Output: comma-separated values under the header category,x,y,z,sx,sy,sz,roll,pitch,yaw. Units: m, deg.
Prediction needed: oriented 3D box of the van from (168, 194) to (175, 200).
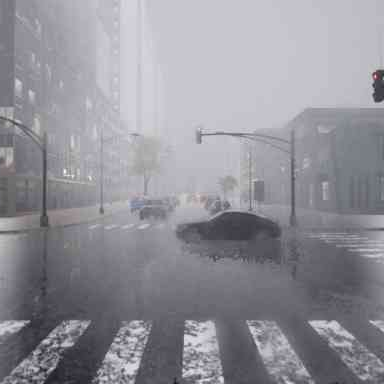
category,x,y,z,sx,sy,sz,roll,pitch,yaw
van,-5.753,1.347,93.379,1.690,1.788,3.998,1,0,0

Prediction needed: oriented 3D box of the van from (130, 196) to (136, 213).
category,x,y,z,sx,sy,sz,roll,pitch,yaw
van,-5.704,1.346,36.639,1.690,1.788,3.998,1,0,0

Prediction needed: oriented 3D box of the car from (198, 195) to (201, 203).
category,x,y,z,sx,sy,sz,roll,pitch,yaw
car,2.652,1.321,65.055,2.192,1.841,5.009,1,0,0

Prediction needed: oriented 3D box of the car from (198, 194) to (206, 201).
category,x,y,z,sx,sy,sz,roll,pitch,yaw
car,2.630,1.446,87.750,1.967,1.590,4.097,1,0,0

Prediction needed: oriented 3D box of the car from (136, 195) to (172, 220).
category,x,y,z,sx,sy,sz,roll,pitch,yaw
car,-3.124,1.356,28.127,2.097,1.767,4.553,0,0,0

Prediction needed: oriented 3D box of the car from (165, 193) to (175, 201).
category,x,y,z,sx,sy,sz,roll,pitch,yaw
car,-5.747,1.321,87.705,2.192,1.841,5.009,1,0,0

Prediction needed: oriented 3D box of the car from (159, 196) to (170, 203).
category,x,y,z,sx,sy,sz,roll,pitch,yaw
car,-5.737,1.572,70.683,1.947,1.339,4.313,1,0,0

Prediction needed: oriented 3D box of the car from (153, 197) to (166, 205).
category,x,y,z,sx,sy,sz,roll,pitch,yaw
car,-5.728,1.587,59.335,1.802,1.307,4.206,1,0,0

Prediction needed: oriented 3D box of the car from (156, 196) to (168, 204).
category,x,y,z,sx,sy,sz,roll,pitch,yaw
car,-5.733,1.572,65.009,1.947,1.339,4.313,1,0,0

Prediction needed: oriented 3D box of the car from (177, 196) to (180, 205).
category,x,y,z,sx,sy,sz,roll,pitch,yaw
car,-3.130,1.497,47.063,2.128,1.511,4.902,0,0,0

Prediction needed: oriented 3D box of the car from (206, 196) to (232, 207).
category,x,y,z,sx,sy,sz,roll,pitch,yaw
car,2.679,1.444,31.011,1.967,1.590,4.097,1,0,0

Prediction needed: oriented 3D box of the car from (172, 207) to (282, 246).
category,x,y,z,sx,sy,sz,roll,pitch,yaw
car,1.605,1.531,14.772,4.674,1.442,1.812,0,0,1

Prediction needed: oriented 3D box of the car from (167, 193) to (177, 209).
category,x,y,z,sx,sy,sz,roll,pitch,yaw
car,-3.130,1.357,37.733,2.097,1.767,4.553,0,0,0

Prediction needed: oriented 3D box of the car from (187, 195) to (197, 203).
category,x,y,z,sx,sy,sz,roll,pitch,yaw
car,0.041,1.358,69.588,2.097,1.767,4.553,0,0,0

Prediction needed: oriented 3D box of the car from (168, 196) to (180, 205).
category,x,y,z,sx,sy,sz,roll,pitch,yaw
car,-3.103,1.483,58.161,1.882,1.535,5.008,0,0,1

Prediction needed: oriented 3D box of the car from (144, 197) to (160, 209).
category,x,y,z,sx,sy,sz,roll,pitch,yaw
car,-5.717,1.530,47.817,1.752,1.417,4.829,1,0,0

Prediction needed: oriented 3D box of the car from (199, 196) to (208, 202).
category,x,y,z,sx,sy,sz,roll,pitch,yaw
car,2.638,1.572,76.403,1.947,1.339,4.313,1,0,0

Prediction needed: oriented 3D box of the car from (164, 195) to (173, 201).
category,x,y,z,sx,sy,sz,roll,pitch,yaw
car,-5.747,1.557,82.031,2.008,1.369,4.403,1,0,0

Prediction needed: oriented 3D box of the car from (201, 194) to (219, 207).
category,x,y,z,sx,sy,sz,roll,pitch,yaw
car,2.671,1.320,42.359,2.192,1.841,5.009,1,0,0
